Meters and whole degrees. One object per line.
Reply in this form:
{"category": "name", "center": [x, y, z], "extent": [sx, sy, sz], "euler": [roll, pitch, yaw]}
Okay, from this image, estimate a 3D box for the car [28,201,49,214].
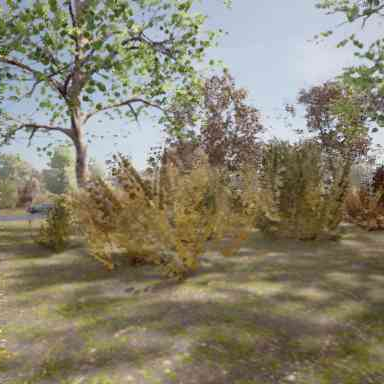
{"category": "car", "center": [-15.696, 1.691, 36.042], "extent": [1.994, 1.385, 4.181], "euler": [0, 0, 26]}
